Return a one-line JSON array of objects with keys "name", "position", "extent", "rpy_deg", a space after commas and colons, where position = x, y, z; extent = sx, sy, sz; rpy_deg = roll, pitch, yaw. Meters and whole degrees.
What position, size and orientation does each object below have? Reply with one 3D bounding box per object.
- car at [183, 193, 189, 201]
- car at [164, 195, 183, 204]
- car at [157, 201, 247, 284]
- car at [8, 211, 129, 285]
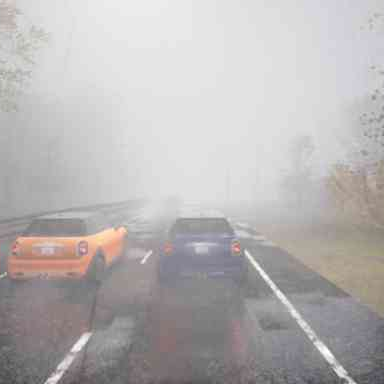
[{"name": "car", "position": [-2.315, 1.366, 75.737], "extent": [1.895, 1.301, 4.718], "rpy_deg": [0, 0, 1]}, {"name": "car", "position": [-2.746, 1.222, 47.788], "extent": [2.097, 1.767, 4.553], "rpy_deg": [0, 0, 1]}, {"name": "car", "position": [0.261, 1.321, 9.619], "extent": [2.097, 1.767, 4.553], "rpy_deg": [0, 0, 1]}, {"name": "car", "position": [-3.239, 1.344, 9.680], "extent": [2.097, 1.767, 4.553], "rpy_deg": [0, 0, 1]}]
